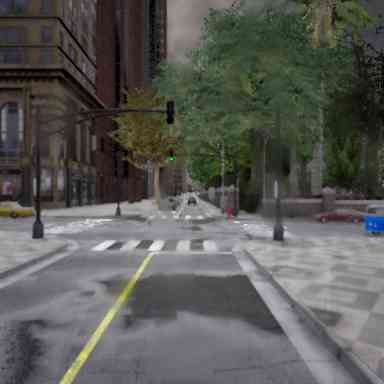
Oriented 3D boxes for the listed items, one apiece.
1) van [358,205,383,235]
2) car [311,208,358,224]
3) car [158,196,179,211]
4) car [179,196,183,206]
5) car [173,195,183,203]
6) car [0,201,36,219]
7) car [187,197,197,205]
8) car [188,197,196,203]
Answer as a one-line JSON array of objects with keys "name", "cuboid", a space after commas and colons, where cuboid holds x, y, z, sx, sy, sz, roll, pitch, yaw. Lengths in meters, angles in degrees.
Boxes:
[{"name": "van", "cuboid": [11.884, 1.610, 18.679, 3.998, 1.788, 1.690, 1, -1, 0]}, {"name": "car", "cuboid": [11.901, 1.922, 27.198, 4.206, 1.307, 1.802, 1, -1, 0]}, {"name": "car", "cuboid": [-3.082, 1.528, 42.411, 2.097, 1.767, 4.553, 0, 0, 0]}, {"name": "car", "cuboid": [-3.045, 1.757, 58.124, 2.128, 1.511, 4.902, 0, 0, 1]}, {"name": "car", "cuboid": [-3.002, 1.459, 73.339, 2.097, 1.767, 4.553, 0, 0, 0]}, {"name": "car", "cuboid": [-15.354, 1.416, 27.304, 4.829, 1.417, 1.752, 1, -1, 0]}, {"name": "car", "cuboid": [-0.002, 1.836, 68.675, 1.837, 1.490, 4.892, 0, 0, 0]}, {"name": "car", "cuboid": [-0.002, 1.850, 78.710, 1.994, 1.385, 4.181, 0, 0, 0]}]
